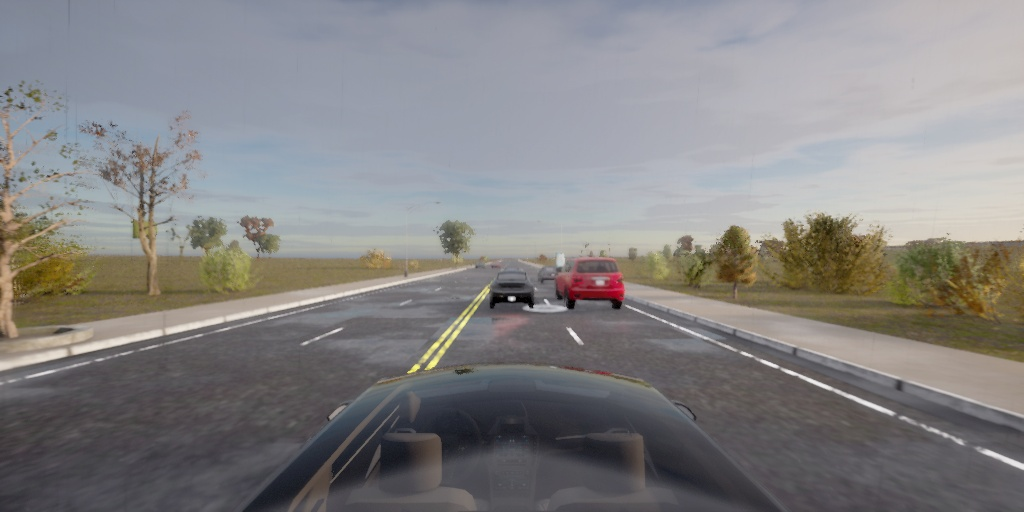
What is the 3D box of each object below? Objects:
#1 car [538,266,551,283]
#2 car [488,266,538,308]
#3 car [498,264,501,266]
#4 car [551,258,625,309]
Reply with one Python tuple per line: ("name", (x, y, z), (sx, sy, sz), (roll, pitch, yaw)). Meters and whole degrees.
("car", (3.246, 1.565, 30.838), (2.033, 1.411, 5.357), (0, 0, 0))
("car", (0.001, 1.391, 16.136), (1.837, 1.490, 4.892), (0, 0, 0))
("car", (-0.002, 1.584, 31.117), (1.994, 1.385, 4.181), (0, 0, 0))
("car", (3.248, 1.097, 15.868), (2.150, 2.045, 5.566), (0, 0, 0))
